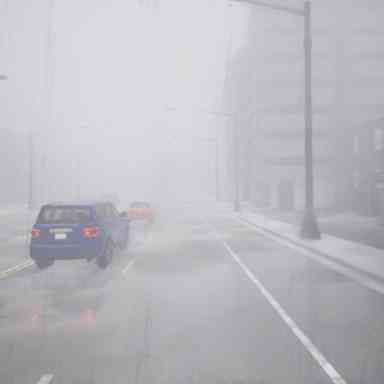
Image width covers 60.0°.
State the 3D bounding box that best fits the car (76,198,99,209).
[{"bbox_3d":[-15.377,1.604,49.255,1.895,1.301,4.718,-1,2,-1],"label":"car"}]

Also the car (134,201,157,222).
[{"bbox_3d":[-4.139,1.526,27.839,2.097,1.767,4.553,-1,0,-1],"label":"car"}]

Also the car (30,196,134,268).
[{"bbox_3d":[-3.705,1.335,11.948,2.150,2.045,5.566,-1,0,-1],"label":"car"}]

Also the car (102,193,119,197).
[{"bbox_3d":[-11.858,1.204,48.006,2.150,2.045,5.566,-1,2,-1],"label":"car"}]
